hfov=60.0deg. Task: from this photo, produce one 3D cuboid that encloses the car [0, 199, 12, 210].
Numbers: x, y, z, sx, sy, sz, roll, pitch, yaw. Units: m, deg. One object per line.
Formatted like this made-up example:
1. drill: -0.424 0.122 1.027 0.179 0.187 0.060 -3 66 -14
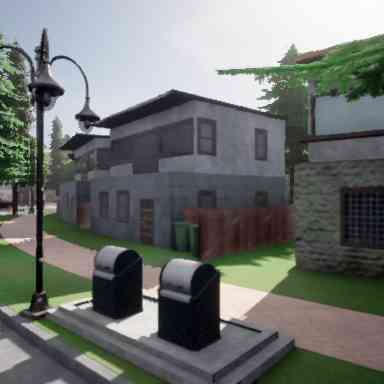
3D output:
1. car: -26.519 1.708 45.287 1.882 1.535 5.008 0 0 0
